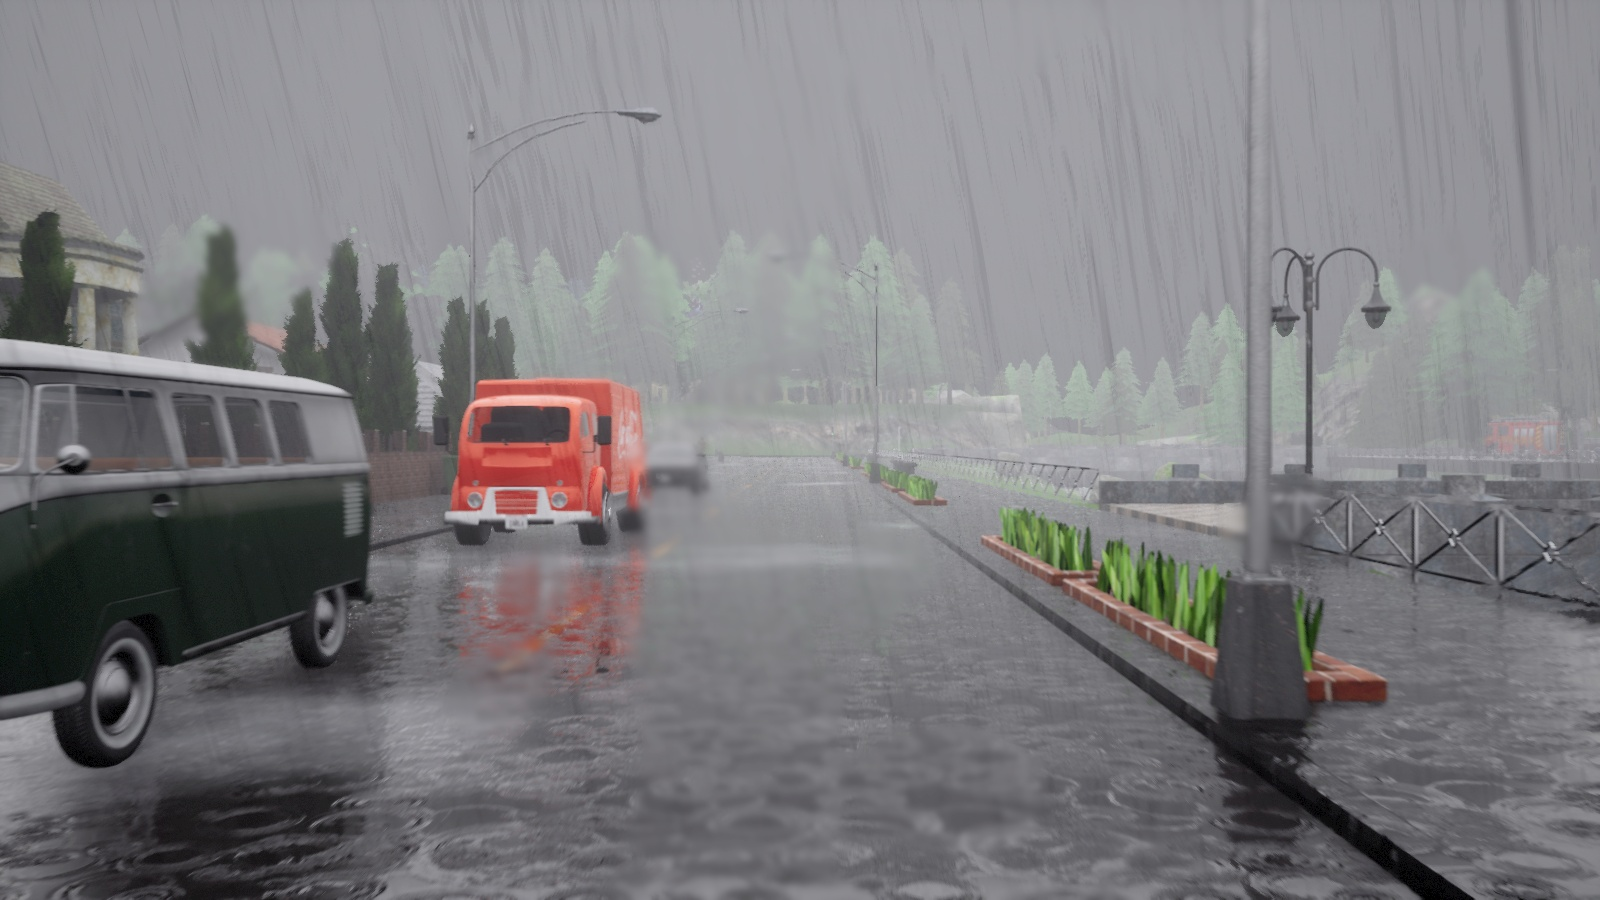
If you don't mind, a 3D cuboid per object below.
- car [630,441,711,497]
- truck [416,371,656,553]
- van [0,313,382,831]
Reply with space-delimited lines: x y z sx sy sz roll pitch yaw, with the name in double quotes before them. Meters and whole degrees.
"car" -3.770 0.510 37.406 1.882 1.535 5.008 0 0 0
"truck" -3.872 0.146 19.613 2.627 2.467 5.204 0 0 0
"van" -3.945 0.457 6.937 1.775 1.987 4.442 0 0 0
